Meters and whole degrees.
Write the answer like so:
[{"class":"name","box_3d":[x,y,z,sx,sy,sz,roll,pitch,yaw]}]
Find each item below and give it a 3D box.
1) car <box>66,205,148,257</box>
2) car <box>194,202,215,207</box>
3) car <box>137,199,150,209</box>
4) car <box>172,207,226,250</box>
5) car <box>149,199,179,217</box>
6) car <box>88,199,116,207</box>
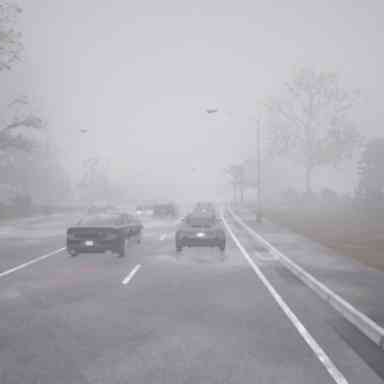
[{"class":"car","box_3d":[-3.167,1.466,12.944,1.882,1.535,5.008,0,0,2]},{"class":"car","box_3d":[1.135,1.542,30.093,1.994,1.385,4.181,0,0,4]},{"class":"car","box_3d":[-5.299,1.514,40.264,2.033,1.411,5.357,0,0,5]},{"class":"car","box_3d":[0.380,1.553,14.332,1.994,1.385,4.181,0,0,2]},{"class":"car","box_3d":[-2.325,1.453,30.862,1.882,1.535,5.008,0,0,4]},{"class":"car","box_3d":[-9.272,1.494,34.565,1.812,1.442,4.674,0,0,4]}]
